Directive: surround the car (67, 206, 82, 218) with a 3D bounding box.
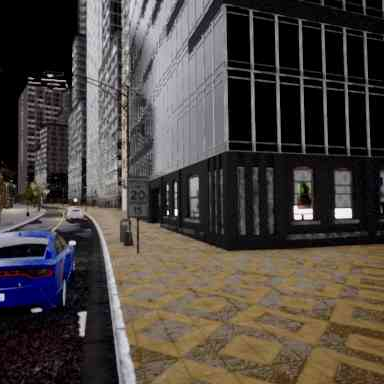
[{"bbox_3d":[-16.618,2.724,46.938,1.882,1.535,5.008,0,-2,-21],"label":"car"}]

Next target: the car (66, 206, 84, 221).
[{"bbox_3d":[-13.135,2.510,37.372,1.812,1.442,4.674,0,-2,-19],"label":"car"}]

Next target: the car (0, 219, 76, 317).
[{"bbox_3d":[-3.865,1.646,7.830,1.882,1.535,5.008,0,-1,-16],"label":"car"}]
